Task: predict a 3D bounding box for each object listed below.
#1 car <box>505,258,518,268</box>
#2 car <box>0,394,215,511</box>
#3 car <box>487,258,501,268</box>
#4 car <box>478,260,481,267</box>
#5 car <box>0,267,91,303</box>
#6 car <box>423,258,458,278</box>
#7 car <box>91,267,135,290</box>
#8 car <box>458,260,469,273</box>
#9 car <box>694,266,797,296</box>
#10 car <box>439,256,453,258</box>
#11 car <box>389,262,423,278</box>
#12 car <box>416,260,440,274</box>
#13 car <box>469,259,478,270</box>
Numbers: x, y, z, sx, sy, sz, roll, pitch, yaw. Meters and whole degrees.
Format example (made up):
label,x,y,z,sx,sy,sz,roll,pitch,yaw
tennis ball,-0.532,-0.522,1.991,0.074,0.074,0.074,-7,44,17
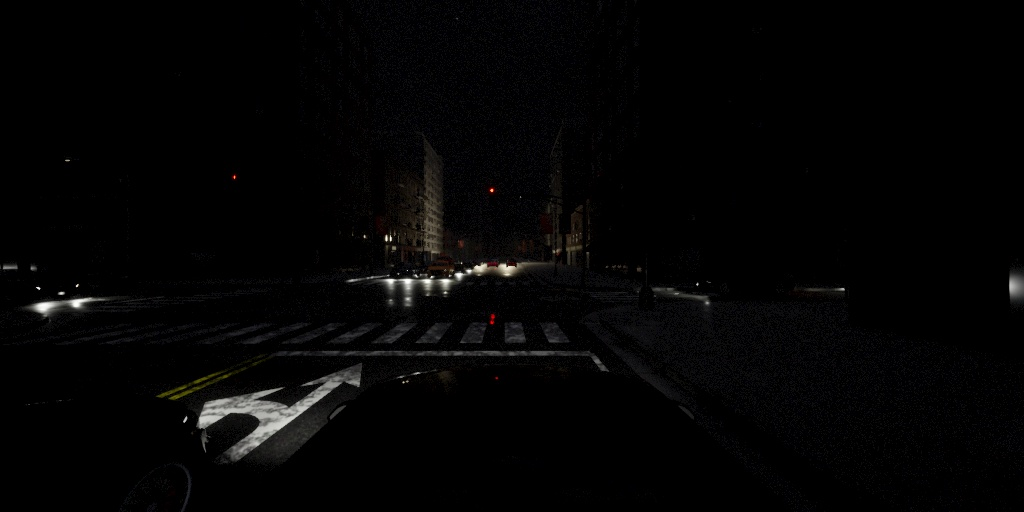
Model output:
label,x,y,z,sx,sy,sz,roll,pitch,yaw
car,-0.093,1.245,62.235,1.837,1.490,4.892,0,0,0
car,-3.243,1.276,0.818,1.812,1.442,4.674,0,0,0
car,-3.344,1.341,62.677,1.895,1.301,4.718,0,0,0
car,-6.635,1.287,64.372,2.033,1.411,5.357,0,0,0
car,-22.919,1.290,16.136,5.357,1.411,2.033,0,0,0
car,-6.647,1.226,33.921,1.882,1.535,5.008,0,0,0
car,-25.404,1.330,21.630,4.313,1.339,1.948,0,0,0
car,-6.663,1.310,42.910,1.994,1.385,4.181,0,0,0
car,12.430,1.294,19.298,4.892,1.490,1.837,0,0,1
car,-9.922,0.964,53.288,2.150,2.045,5.566,0,0,0
car,-9.897,1.274,33.546,1.812,1.442,4.674,0,0,0
car,-9.908,1.272,42.561,1.812,1.442,4.674,0,0,0
car,-6.667,1.307,52.812,1.994,1.385,4.181,0,0,0
